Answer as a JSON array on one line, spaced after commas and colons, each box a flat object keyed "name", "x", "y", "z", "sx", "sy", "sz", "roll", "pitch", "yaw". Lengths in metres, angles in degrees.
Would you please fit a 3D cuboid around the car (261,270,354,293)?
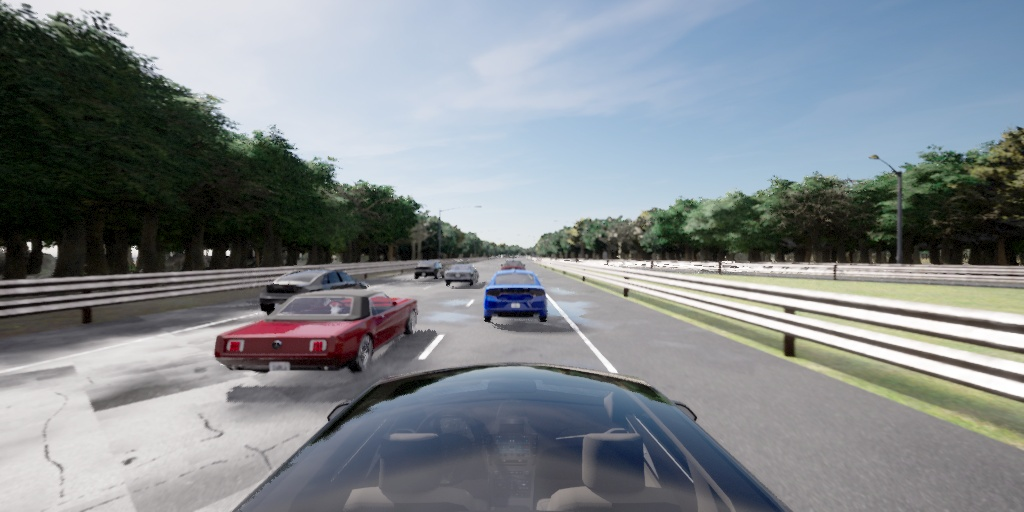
[{"name": "car", "x": -6.897, "y": 1.231, "z": 13.085, "sx": 1.837, "sy": 1.490, "sz": 4.892, "roll": 1, "pitch": 0, "yaw": 0}]

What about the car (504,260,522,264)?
[{"name": "car", "x": 0.099, "y": 1.074, "z": 30.162, "sx": 2.097, "sy": 1.767, "sz": 4.553, "roll": 0, "pitch": 0, "yaw": 0}]

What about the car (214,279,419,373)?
[{"name": "car", "x": -3.403, "y": 1.341, "z": 7.495, "sx": 1.895, "sy": 1.301, "sz": 4.718, "roll": 0, "pitch": 0, "yaw": 0}]

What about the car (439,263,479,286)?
[{"name": "car", "x": -3.399, "y": 1.271, "z": 24.998, "sx": 2.033, "sy": 1.411, "sz": 5.357, "roll": 0, "pitch": 0, "yaw": 0}]

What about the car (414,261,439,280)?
[{"name": "car", "x": -6.908, "y": 1.190, "z": 30.456, "sx": 1.837, "sy": 1.490, "sz": 4.892, "roll": 0, "pitch": 0, "yaw": 0}]

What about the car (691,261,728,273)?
[{"name": "car", "x": 25.600, "y": 1.417, "z": 46.301, "sx": 1.837, "sy": 1.490, "sz": 4.892, "roll": 0, "pitch": 0, "yaw": -22}]

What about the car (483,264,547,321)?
[{"name": "car", "x": 0.100, "y": 1.212, "z": 12.344, "sx": 1.882, "sy": 1.535, "sz": 5.008, "roll": 0, "pitch": 0, "yaw": 0}]
